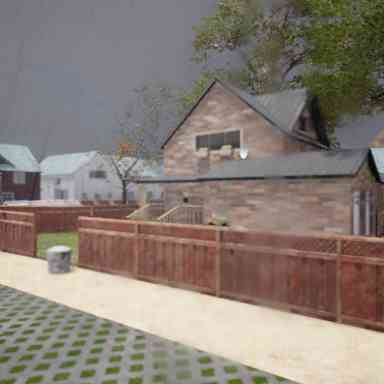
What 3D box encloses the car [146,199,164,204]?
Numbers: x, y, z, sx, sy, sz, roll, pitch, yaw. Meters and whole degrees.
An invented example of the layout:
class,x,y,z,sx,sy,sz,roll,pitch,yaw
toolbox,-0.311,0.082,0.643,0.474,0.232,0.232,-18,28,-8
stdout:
class,x,y,z,sx,sy,sz,roll,pitch,yaw
car,-4.267,1.662,39.030,2.097,1.767,4.553,0,0,37
